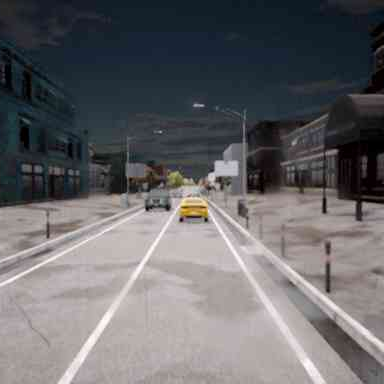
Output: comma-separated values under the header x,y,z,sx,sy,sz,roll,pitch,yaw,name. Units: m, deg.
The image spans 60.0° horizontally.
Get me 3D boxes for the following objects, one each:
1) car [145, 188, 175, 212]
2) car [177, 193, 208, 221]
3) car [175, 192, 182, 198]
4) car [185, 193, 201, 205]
x,y,z,sx,sy,sz,roll,pitch,yaw,name
-3.070,0.696,31.309,2.150,2.045,5.566,0,1,0,car
0.120,1.123,23.654,1.882,1.535,5.008,0,1,0,car
-2.944,0.654,72.227,2.128,1.511,4.902,0,0,0,car
0.134,0.873,41.952,1.994,1.385,4.181,0,1,0,car
